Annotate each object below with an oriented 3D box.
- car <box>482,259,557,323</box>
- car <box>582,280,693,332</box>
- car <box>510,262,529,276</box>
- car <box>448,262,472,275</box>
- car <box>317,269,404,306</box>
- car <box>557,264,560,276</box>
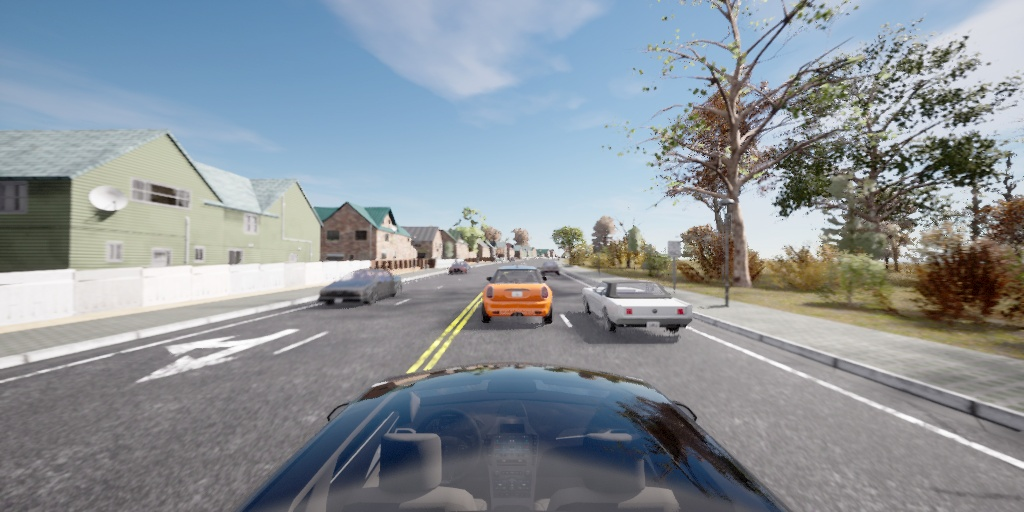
[{"bbox_3d":[0.176,1.107,12.322,2.097,1.767,4.553,0,0,1],"label":"car"},{"bbox_3d":[3.404,1.355,10.786,1.895,1.301,4.718,0,0,1],"label":"car"},{"bbox_3d":[0.850,1.357,39.205,1.895,1.301,4.718,0,0,3],"label":"car"},{"bbox_3d":[-5.723,1.327,39.851,1.994,1.385,4.181,0,0,3],"label":"car"},{"bbox_3d":[-6.478,1.305,16.119,2.033,1.411,5.357,0,0,1],"label":"car"},{"bbox_3d":[4.044,1.301,38.023,2.033,1.411,5.357,0,0,3],"label":"car"}]
